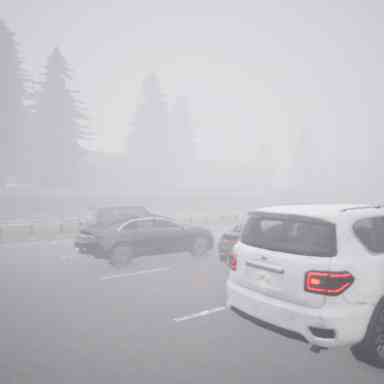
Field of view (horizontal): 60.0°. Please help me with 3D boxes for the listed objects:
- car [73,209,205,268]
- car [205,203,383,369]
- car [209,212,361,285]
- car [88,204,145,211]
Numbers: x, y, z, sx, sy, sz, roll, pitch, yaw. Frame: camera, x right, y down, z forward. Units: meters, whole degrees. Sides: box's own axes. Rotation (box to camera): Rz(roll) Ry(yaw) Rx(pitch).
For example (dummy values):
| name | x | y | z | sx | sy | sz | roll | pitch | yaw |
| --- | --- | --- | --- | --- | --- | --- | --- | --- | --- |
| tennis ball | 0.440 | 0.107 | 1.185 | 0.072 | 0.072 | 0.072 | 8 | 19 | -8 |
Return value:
| name | x | y | z | sx | sy | sz | roll | pitch | yaw |
| --- | --- | --- | --- | --- | --- | --- | --- | --- | --- |
| car | -1.455 | 1.493 | 11.306 | 4.902 | 1.511 | 2.128 | 0 | 0 | -36 |
| car | 3.130 | 1.223 | 5.979 | 5.566 | 2.045 | 2.150 | 0 | 0 | -35 |
| car | 3.007 | 1.507 | 10.190 | 4.892 | 1.490 | 1.837 | 0 | 0 | -35 |
| car | -2.676 | 1.354 | 14.734 | 4.553 | 1.767 | 2.097 | 0 | 0 | -35 |
